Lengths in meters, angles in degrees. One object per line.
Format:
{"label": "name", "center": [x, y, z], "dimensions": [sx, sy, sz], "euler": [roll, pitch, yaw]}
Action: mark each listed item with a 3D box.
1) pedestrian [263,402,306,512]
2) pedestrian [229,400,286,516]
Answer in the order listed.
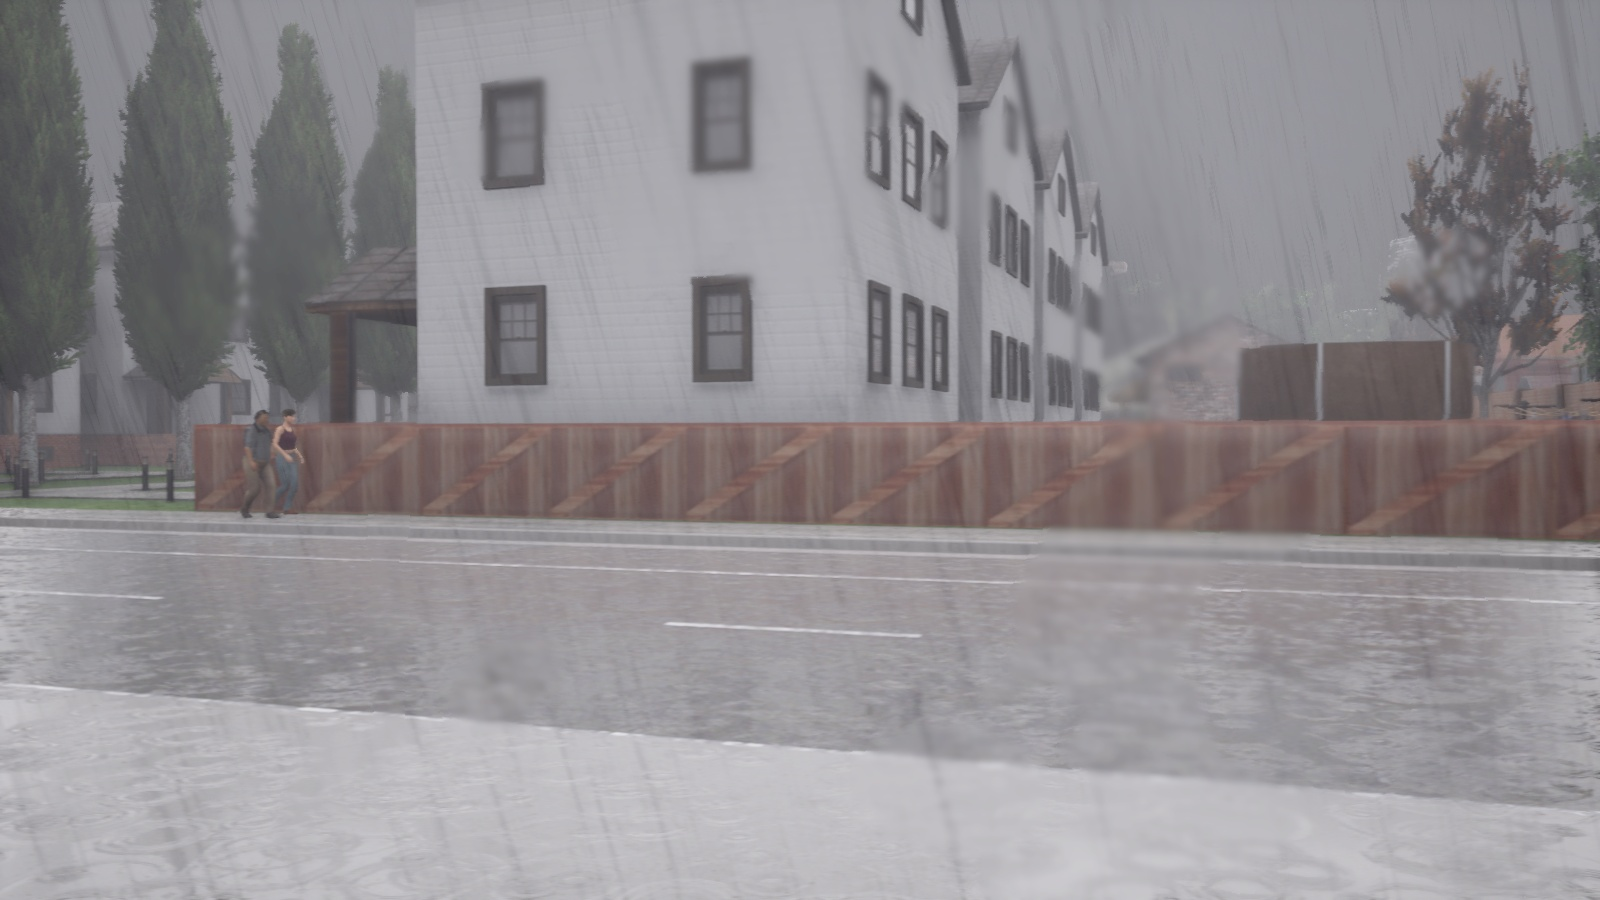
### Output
{"label": "pedestrian", "center": [-8.714, 0.109, 21.225], "dimensions": [0.594, 1.836, 0.345], "euler": [1, 1, 19]}
{"label": "pedestrian", "center": [-8.814, 0.122, 20.414], "dimensions": [0.694, 1.848, 0.540], "euler": [1, 1, 31]}
